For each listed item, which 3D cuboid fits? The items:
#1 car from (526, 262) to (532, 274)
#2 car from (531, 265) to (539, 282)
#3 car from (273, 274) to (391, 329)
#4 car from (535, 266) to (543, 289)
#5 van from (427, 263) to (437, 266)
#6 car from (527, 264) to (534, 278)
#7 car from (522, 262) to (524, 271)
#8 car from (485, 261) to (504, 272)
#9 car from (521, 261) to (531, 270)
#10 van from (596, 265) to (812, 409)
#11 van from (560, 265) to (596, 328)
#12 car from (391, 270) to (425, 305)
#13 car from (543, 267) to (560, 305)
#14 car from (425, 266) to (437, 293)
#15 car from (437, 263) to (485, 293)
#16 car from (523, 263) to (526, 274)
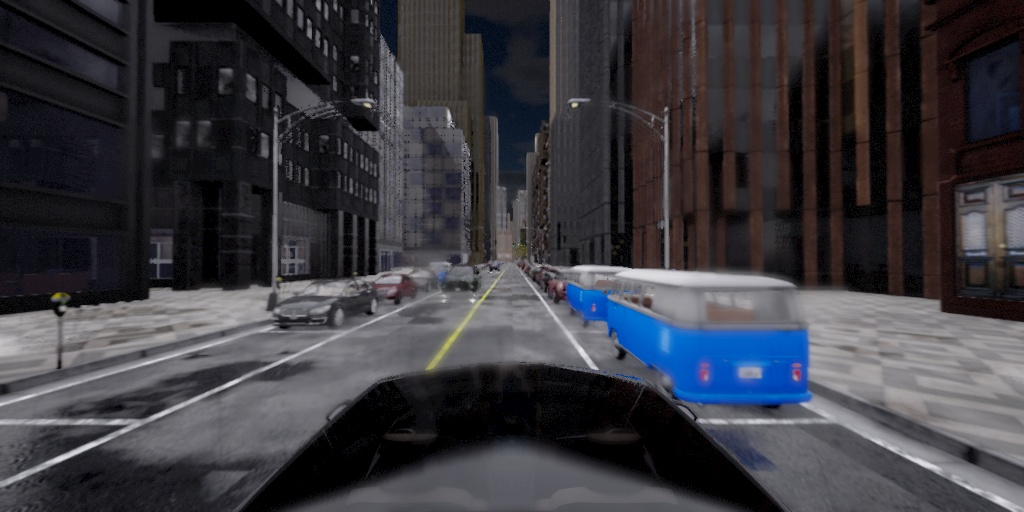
[{"bbox_3d":[2.785,1.723,39.989,1.751,1.417,4.829,0,0,0],"label":"car"},{"bbox_3d":[2.779,1.643,28.546,1.802,1.307,4.207,0,0,0],"label":"car"},{"bbox_3d":[-5.756,1.415,11.627,2.007,1.370,4.403,0,0,0],"label":"car"},{"bbox_3d":[2.776,1.560,22.910,1.948,1.339,4.313,0,0,0],"label":"car"},{"bbox_3d":[-5.746,1.403,28.535,1.690,1.789,3.998,0,0,0],"label":"van"},{"bbox_3d":[2.782,1.695,34.183,1.948,1.339,4.313,0,0,0],"label":"car"},{"bbox_3d":[2.792,1.883,51.091,1.888,1.381,4.507,0,0,0],"label":"car"},{"bbox_3d":[-2.985,2.026,62.273,2.033,1.411,5.357,0,-1,1],"label":"car"},{"bbox_3d":[2.795,1.934,56.897,1.751,1.417,4.829,0,0,0],"label":"car"},{"bbox_3d":[2.766,1.140,6.002,1.690,1.789,3.998,0,0,0],"label":"van"},{"bbox_3d":[2.769,1.204,11.638,1.690,1.789,3.998,0,0,0],"label":"van"},{"bbox_3d":[-5.753,1.511,17.263,1.802,1.307,4.207,0,0,0],"label":"car"},{"bbox_3d":[2.772,1.368,17.274,1.967,1.591,4.097,0,0,0],"label":"car"},{"bbox_3d":[-5.750,1.546,22.899,2.007,1.370,4.403,0,0,0],"label":"car"},{"bbox_3d":[-3.086,1.344,22.675,2.097,1.767,4.553,0,-1,0],"label":"car"},{"bbox_3d":[2.789,1.833,45.455,1.948,1.339,4.313,0,0,0],"label":"car"}]
